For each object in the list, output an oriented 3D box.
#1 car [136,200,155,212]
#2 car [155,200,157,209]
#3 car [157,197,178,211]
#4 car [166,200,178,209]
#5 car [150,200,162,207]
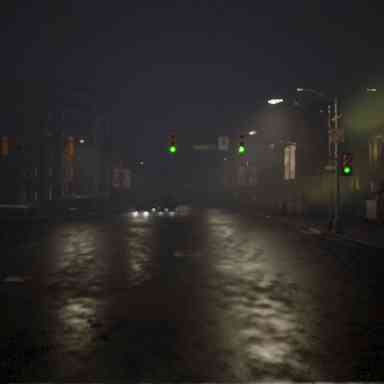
[{"bbox_3d":[-7.114,2.184,49.134,1.895,1.301,4.718,0,-1,0],"label":"car"},{"bbox_3d":[-7.122,2.196,58.278,1.837,1.490,4.892,0,-1,0],"label":"car"},{"bbox_3d":[-3.617,1.815,50.048,2.150,2.045,5.566,0,-1,0],"label":"car"},{"bbox_3d":[-3.626,2.235,59.805,1.812,1.442,4.674,0,-1,0],"label":"car"},{"bbox_3d":[-7.568,2.357,68.825,2.033,1.411,5.357,0,-1,-10],"label":"car"}]
